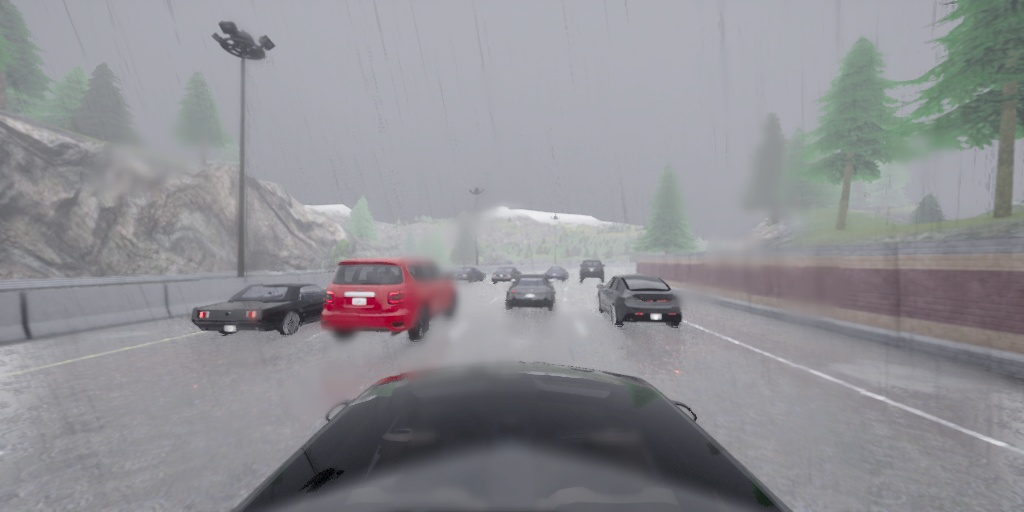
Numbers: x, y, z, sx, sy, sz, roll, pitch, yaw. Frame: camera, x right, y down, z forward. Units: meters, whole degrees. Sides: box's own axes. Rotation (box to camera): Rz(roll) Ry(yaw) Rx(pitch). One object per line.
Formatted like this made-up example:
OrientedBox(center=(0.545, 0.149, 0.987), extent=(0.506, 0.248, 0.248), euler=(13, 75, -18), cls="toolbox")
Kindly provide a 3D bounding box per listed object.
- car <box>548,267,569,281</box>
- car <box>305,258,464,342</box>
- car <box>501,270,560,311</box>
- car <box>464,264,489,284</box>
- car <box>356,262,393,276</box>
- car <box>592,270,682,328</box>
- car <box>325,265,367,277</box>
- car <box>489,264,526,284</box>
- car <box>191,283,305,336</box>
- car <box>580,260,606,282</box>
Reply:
OrientedBox(center=(4.504, 1.741, 35.683), extent=(1.994, 1.385, 4.181), euler=(0, -1, 14), cls="car")
OrientedBox(center=(-3.080, 1.080, 10.302), extent=(2.150, 2.045, 5.566), euler=(0, 0, 4), cls="car")
OrientedBox(center=(0.882, 1.488, 15.528), extent=(1.994, 1.385, 4.181), euler=(0, -1, 5), cls="car")
OrientedBox(center=(-3.801, 1.664, 31.100), extent=(2.033, 1.411, 5.357), euler=(0, -1, 12), cls="car")
OrientedBox(center=(-17.936, 1.664, 47.065), extent=(2.097, 1.767, 4.553), euler=(0, -1, 17), cls="car")
OrientedBox(center=(4.076, 1.388, 12.083), extent=(1.837, 1.490, 4.892), euler=(0, 0, 5), cls="car")
OrientedBox(center=(-21.655, 1.857, 47.003), extent=(2.033, 1.411, 5.357), euler=(0, -1, 16), cls="car")
OrientedBox(center=(-0.305, 1.661, 30.747), extent=(2.033, 1.411, 5.357), euler=(0, -1, 12), cls="car")
OrientedBox(center=(-6.554, 1.462, 10.749), extent=(1.895, 1.301, 4.718), euler=(0, -1, 4), cls="car")
OrientedBox(center=(7.650, 1.379, 34.014), extent=(2.150, 2.045, 5.566), euler=(0, -1, 14), cls="car")
